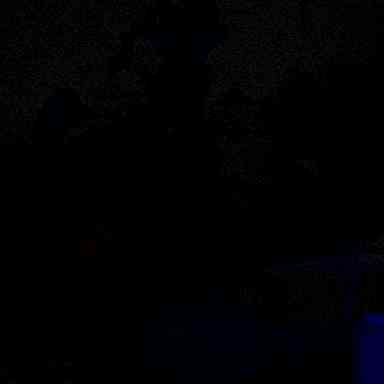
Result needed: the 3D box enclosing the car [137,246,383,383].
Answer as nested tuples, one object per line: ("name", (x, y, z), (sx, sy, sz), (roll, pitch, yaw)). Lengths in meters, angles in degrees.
("car", (1.694, 1.557, 4.341), (5.008, 1.535, 1.882), (0, -2, -37))
